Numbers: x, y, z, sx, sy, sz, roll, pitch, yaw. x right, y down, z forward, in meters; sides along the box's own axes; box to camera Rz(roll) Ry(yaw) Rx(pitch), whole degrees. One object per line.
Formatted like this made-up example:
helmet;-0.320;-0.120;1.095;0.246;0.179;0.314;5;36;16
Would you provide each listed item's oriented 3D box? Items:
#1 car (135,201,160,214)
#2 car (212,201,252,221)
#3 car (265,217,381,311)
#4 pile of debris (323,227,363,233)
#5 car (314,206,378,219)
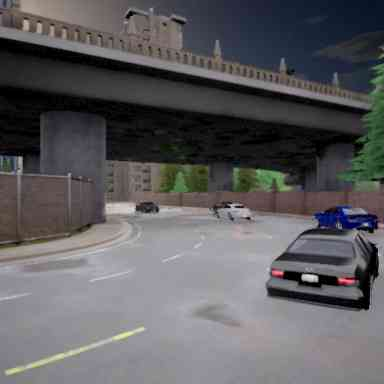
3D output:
car;-5.593;1.901;41.227;1.837;1.490;4.892;0;-1;-29
car;3.670;1.759;29.588;1.812;1.442;4.674;0;-1;-17
car;3.404;1.598;8.092;2.033;1.411;5.357;-1;-1;31
pile of debris;9.200;2.292;20.343;1.500;0.140;1.860;0;0;-6
car;9.128;1.594;20.206;1.882;1.535;5.008;0;0;-3
